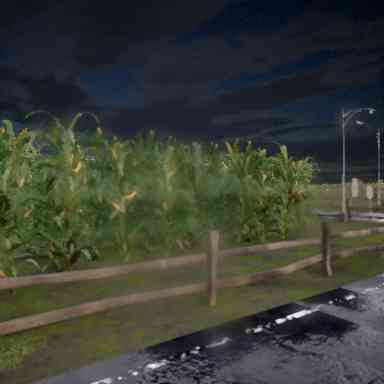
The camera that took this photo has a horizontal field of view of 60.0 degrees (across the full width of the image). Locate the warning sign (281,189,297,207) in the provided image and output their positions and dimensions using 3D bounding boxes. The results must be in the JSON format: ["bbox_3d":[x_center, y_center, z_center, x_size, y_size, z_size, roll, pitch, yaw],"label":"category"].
[{"bbox_3d":[10.586,0.627,36.342,1.300,1.860,1.060,-1,1,-35],"label":"warning sign"}]
